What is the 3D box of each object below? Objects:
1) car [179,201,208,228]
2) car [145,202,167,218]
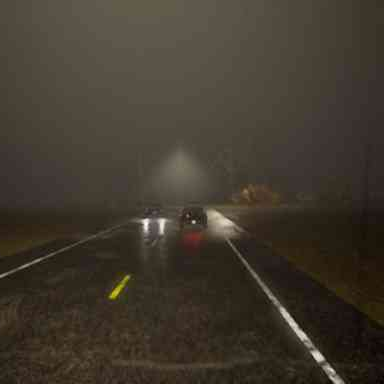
[{"bbox_3d":[0.109,1.683,23.776,1.837,1.490,4.892,0,0,0],"label":"car"},{"bbox_3d":[-3.488,1.754,33.144,1.837,1.490,4.892,0,-1,0],"label":"car"}]
